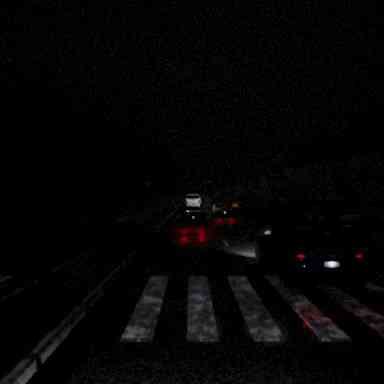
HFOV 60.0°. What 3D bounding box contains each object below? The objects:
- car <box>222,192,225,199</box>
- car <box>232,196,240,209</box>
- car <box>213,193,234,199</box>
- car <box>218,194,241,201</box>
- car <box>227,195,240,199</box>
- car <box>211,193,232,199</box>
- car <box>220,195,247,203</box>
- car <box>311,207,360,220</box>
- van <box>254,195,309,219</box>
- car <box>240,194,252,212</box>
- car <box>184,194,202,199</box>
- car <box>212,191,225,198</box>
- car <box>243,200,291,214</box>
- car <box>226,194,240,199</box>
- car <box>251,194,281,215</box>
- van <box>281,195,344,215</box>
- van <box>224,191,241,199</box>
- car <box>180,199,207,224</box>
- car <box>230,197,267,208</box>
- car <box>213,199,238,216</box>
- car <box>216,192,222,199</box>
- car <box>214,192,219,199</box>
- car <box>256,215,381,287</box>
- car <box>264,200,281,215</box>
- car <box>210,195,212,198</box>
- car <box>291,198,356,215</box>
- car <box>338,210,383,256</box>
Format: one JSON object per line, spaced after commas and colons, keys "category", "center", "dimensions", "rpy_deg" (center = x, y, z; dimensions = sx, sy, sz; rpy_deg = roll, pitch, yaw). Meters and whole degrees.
{"category": "car", "center": [8.056, 1.296, 56.690], "dimensions": [4.553, 1.767, 2.185], "rpy_deg": [1, 0, -20]}
{"category": "car", "center": [8.053, 1.561, 41.763], "dimensions": [4.792, 1.488, 2.163], "rpy_deg": [1, 1, -20]}
{"category": "car", "center": [8.096, 1.089, 86.521], "dimensions": [5.008, 1.535, 2.097], "rpy_deg": [1, 1, -20]}
{"category": "car", "center": [8.082, 1.274, 71.616], "dimensions": [4.674, 1.452, 2.002], "rpy_deg": [1, 0, -20]}
{"category": "car", "center": [7.909, 1.513, 44.691], "dimensions": [5.366, 1.575, 1.946], "rpy_deg": [1, 1, -20]}
{"category": "car", "center": [8.265, 1.045, 92.554], "dimensions": [5.366, 1.575, 1.946], "rpy_deg": [1, 0, -20]}
{"category": "car", "center": [8.112, 1.339, 65.663], "dimensions": [4.792, 1.488, 2.163], "rpy_deg": [1, 1, -20]}
{"category": "car", "center": [8.069, 1.554, 14.923], "dimensions": [4.674, 1.452, 2.002], "rpy_deg": [1, 0, -20]}
{"category": "van", "center": [7.972, 1.311, 29.792], "dimensions": [4.442, 1.987, 1.878], "rpy_deg": [1, 0, -20]}
{"category": "car", "center": [8.108, 1.291, 32.835], "dimensions": [5.566, 2.045, 2.435], "rpy_deg": [1, 0, -20]}
{"category": "car", "center": [0.110, 1.257, 42.971], "dimensions": [2.150, 2.045, 5.566], "rpy_deg": [0, 0, 0]}
{"category": "car", "center": [8.099, 1.142, 80.555], "dimensions": [4.892, 1.521, 2.231], "rpy_deg": [1, 1, -20]}
{"category": "car", "center": [8.075, 1.581, 35.806], "dimensions": [4.674, 1.452, 2.002], "rpy_deg": [1, 0, -20]}
{"category": "car", "center": [8.077, 1.519, 50.732], "dimensions": [4.674, 1.452, 2.002], "rpy_deg": [1, 0, -20]}
{"category": "car", "center": [8.055, 1.282, 26.839], "dimensions": [5.566, 2.045, 2.435], "rpy_deg": [1, 0, -20]}
{"category": "van", "center": [8.187, 1.299, 20.931], "dimensions": [4.442, 1.987, 1.878], "rpy_deg": [1, 0, -20]}
{"category": "van", "center": [7.978, 1.228, 53.662], "dimensions": [4.442, 1.987, 1.878], "rpy_deg": [1, 1, -20]}
{"category": "car", "center": [0.105, 1.531, 25.008], "dimensions": [2.128, 1.511, 4.902], "rpy_deg": [0, 0, 0]}
{"category": "car", "center": [8.108, 1.533, 47.760], "dimensions": [4.792, 1.488, 2.163], "rpy_deg": [1, 0, -20]}
{"category": "car", "center": [3.108, 1.653, 33.689], "dimensions": [1.895, 1.301, 4.718], "rpy_deg": [0, 0, 0]}
{"category": "car", "center": [7.911, 1.344, 62.601], "dimensions": [5.366, 1.575, 1.946], "rpy_deg": [1, 1, -20]}
{"category": "car", "center": [7.913, 1.265, 68.567], "dimensions": [5.366, 1.575, 1.946], "rpy_deg": [1, 1, -20]}
{"category": "car", "center": [3.103, 1.579, 9.383], "dimensions": [1.994, 1.385, 4.181], "rpy_deg": [0, 0, 0]}
{"category": "car", "center": [8.070, 1.530, 23.870], "dimensions": [4.892, 1.521, 2.231], "rpy_deg": [1, 0, -20]}
{"category": "car", "center": [8.119, 0.862, 83.554], "dimensions": [5.566, 2.045, 2.435], "rpy_deg": [1, 0, -20]}
{"category": "car", "center": [8.047, 1.393, 17.895], "dimensions": [4.553, 1.767, 2.185], "rpy_deg": [1, 0, -20]}
{"category": "car", "center": [8.048, 1.538, 11.904], "dimensions": [4.792, 1.488, 2.163], "rpy_deg": [1, 0, -20]}
